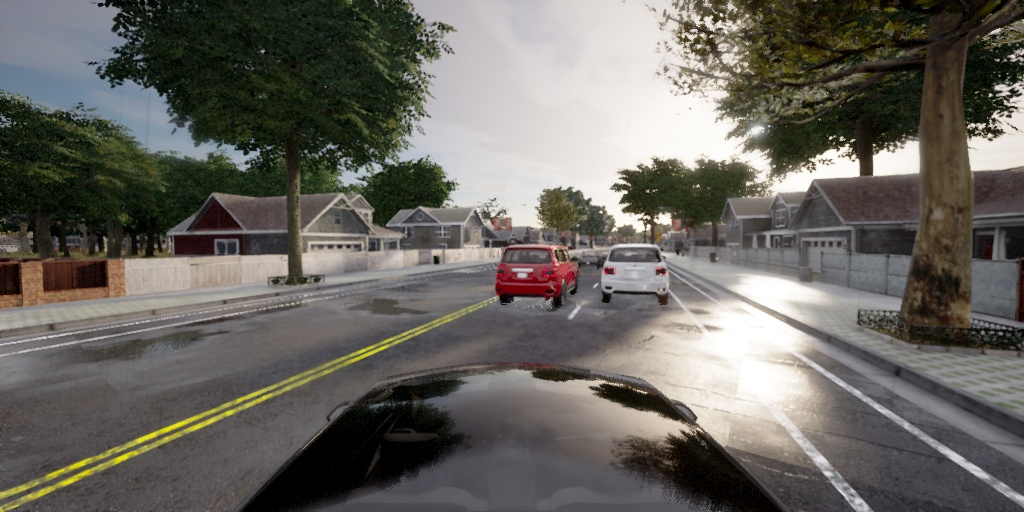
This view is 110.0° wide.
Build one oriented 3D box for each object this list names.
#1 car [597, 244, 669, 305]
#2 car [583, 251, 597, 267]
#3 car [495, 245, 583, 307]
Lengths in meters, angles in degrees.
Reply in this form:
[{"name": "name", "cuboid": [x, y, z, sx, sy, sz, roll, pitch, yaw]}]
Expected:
[{"name": "car", "cuboid": [4.701, 0.563, 13.867, 2.150, 2.045, 5.566, 0, 2, 18]}, {"name": "car", "cuboid": [6.814, 0.284, 30.937, 2.128, 1.511, 4.902, 0, 2, 18]}, {"name": "car", "cuboid": [1.144, 0.594, 13.436, 2.150, 2.045, 5.566, 0, 2, 18]}]
